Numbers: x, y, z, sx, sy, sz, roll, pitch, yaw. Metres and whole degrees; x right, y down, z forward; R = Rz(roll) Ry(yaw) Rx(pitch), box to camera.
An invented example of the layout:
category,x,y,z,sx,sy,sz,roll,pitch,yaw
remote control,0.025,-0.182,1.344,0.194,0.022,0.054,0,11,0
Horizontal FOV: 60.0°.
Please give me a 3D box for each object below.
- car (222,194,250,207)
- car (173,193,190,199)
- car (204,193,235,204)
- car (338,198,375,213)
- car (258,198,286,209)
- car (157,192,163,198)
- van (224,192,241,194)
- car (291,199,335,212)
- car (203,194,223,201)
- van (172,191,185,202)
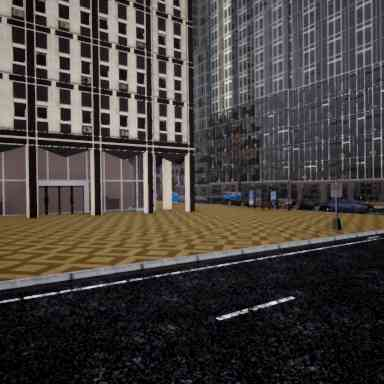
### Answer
category,x,y,z,sx,sy,sz,roll,pitch,yaw
car,6.640,1.318,46.109,1.947,1.339,4.313,-1,1,-34
car,-2.374,0.934,74.345,1.802,1.307,4.206,0,1,-34
car,4.591,1.241,53.829,1.895,1.301,4.718,-1,1,-34
car,16.710,1.383,35.996,2.033,1.411,5.357,-1,1,-34
car,9.789,1.386,41.378,1.802,1.307,4.206,-1,1,-34
car,-5.572,0.613,79.041,2.192,1.841,5.009,0,1,-34
van,7.218,0.853,60.245,1.690,1.788,3.998,-1,1,-34
car,12.973,1.422,36.667,1.947,1.339,4.313,-1,1,-34
car,4.021,1.041,64.947,1.802,1.307,4.206,-1,1,-34
van,-2.907,0.936,60.231,1.690,1.788,3.998,0,1,-34
